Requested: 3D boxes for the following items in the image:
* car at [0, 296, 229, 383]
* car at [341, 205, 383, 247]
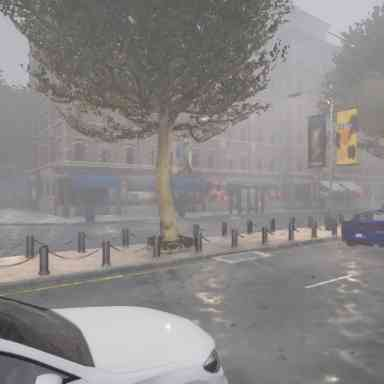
[{"bbox_3d":[-1.850,1.525,2.421,4.674,1.442,1.812,0,0,-36],"label":"car"},{"bbox_3d":[8.292,1.485,13.955,5.008,1.535,1.882,0,0,-36],"label":"car"}]
